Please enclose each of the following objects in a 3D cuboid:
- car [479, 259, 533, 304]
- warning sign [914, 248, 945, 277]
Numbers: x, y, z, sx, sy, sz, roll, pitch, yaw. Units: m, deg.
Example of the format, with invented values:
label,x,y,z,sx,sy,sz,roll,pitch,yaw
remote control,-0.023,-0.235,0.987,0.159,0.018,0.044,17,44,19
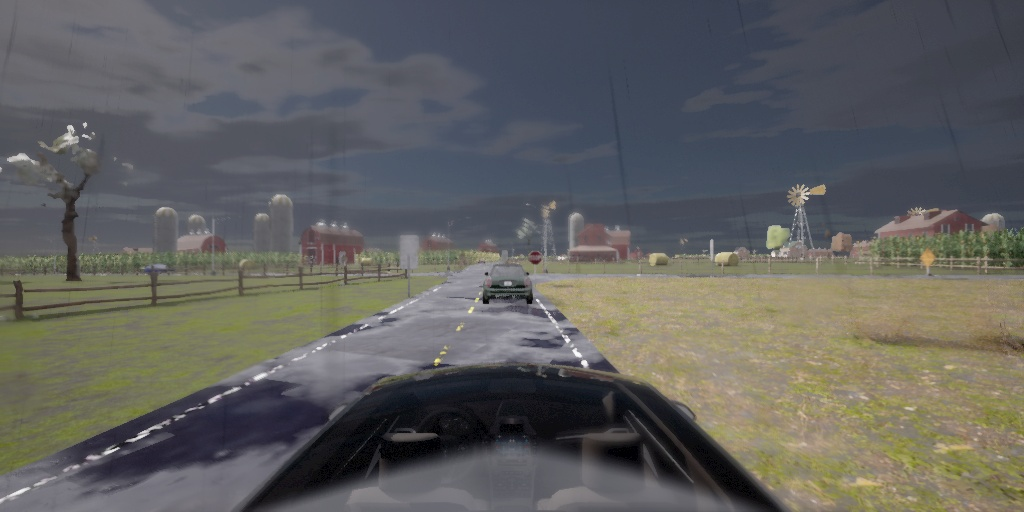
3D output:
label,x,y,z,sx,sy,sz,roll,pitch,yaw
car,-0.225,1.129,16.545,2.097,1.767,4.553,0,0,-2
warning sign,27.619,0.410,23.715,1.060,1.860,1.300,0,0,19
